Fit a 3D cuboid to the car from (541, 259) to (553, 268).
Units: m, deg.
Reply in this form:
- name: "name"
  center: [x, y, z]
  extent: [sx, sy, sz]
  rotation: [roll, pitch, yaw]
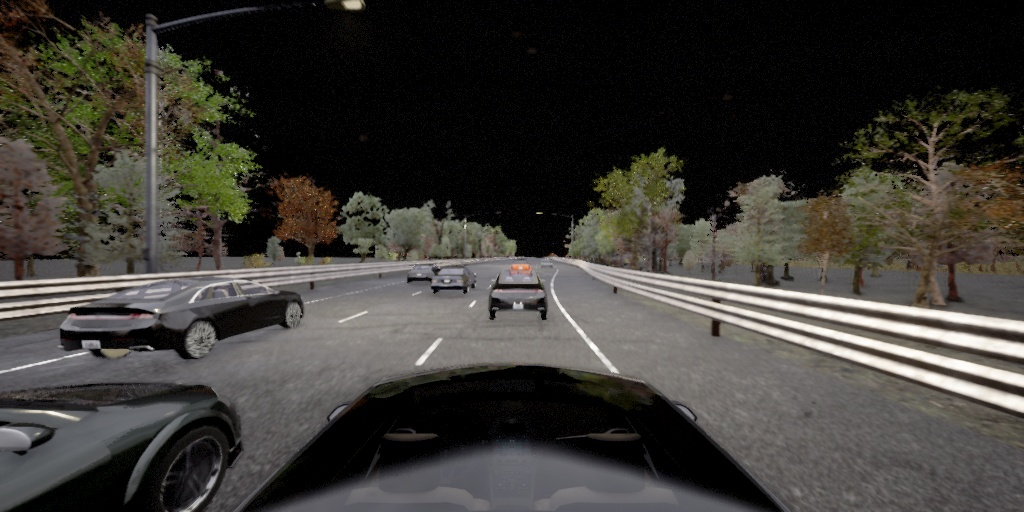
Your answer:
- name: "car"
  center: [5.619, 1.318, 57.913]
  extent: [1.895, 1.301, 4.718]
  rotation: [0, 0, 4]

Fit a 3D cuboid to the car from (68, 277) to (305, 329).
- name: "car"
  center: [-6.844, 1.229, 8.276]
  extent: [2.128, 1.511, 4.902]
  rotation: [0, 0, 0]

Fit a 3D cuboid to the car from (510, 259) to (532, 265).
- name: "car"
  center: [0.868, 1.071, 34.492]
  extent: [2.097, 1.767, 4.553]
  rotation: [0, 0, 2]

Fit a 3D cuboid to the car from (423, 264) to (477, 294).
- name: "car"
  center: [-3.139, 1.276, 20.142]
  extent: [2.033, 1.411, 5.357]
  rotation: [0, 0, 1]

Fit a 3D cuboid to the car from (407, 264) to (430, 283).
- name: "car"
  center: [-6.426, 1.282, 27.055]
  extent: [1.994, 1.385, 4.181]
  rotation: [0, 0, 2]

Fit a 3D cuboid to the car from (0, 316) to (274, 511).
- name: "car"
  center: [-3.379, 1.313, 1.456]
  extent: [1.994, 1.385, 4.181]
  rotation: [0, 0, 0]

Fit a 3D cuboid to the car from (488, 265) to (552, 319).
- name: "car"
  center: [0.213, 1.229, 12.671]
  extent: [2.128, 1.511, 4.902]
  rotation: [0, 0, 1]
